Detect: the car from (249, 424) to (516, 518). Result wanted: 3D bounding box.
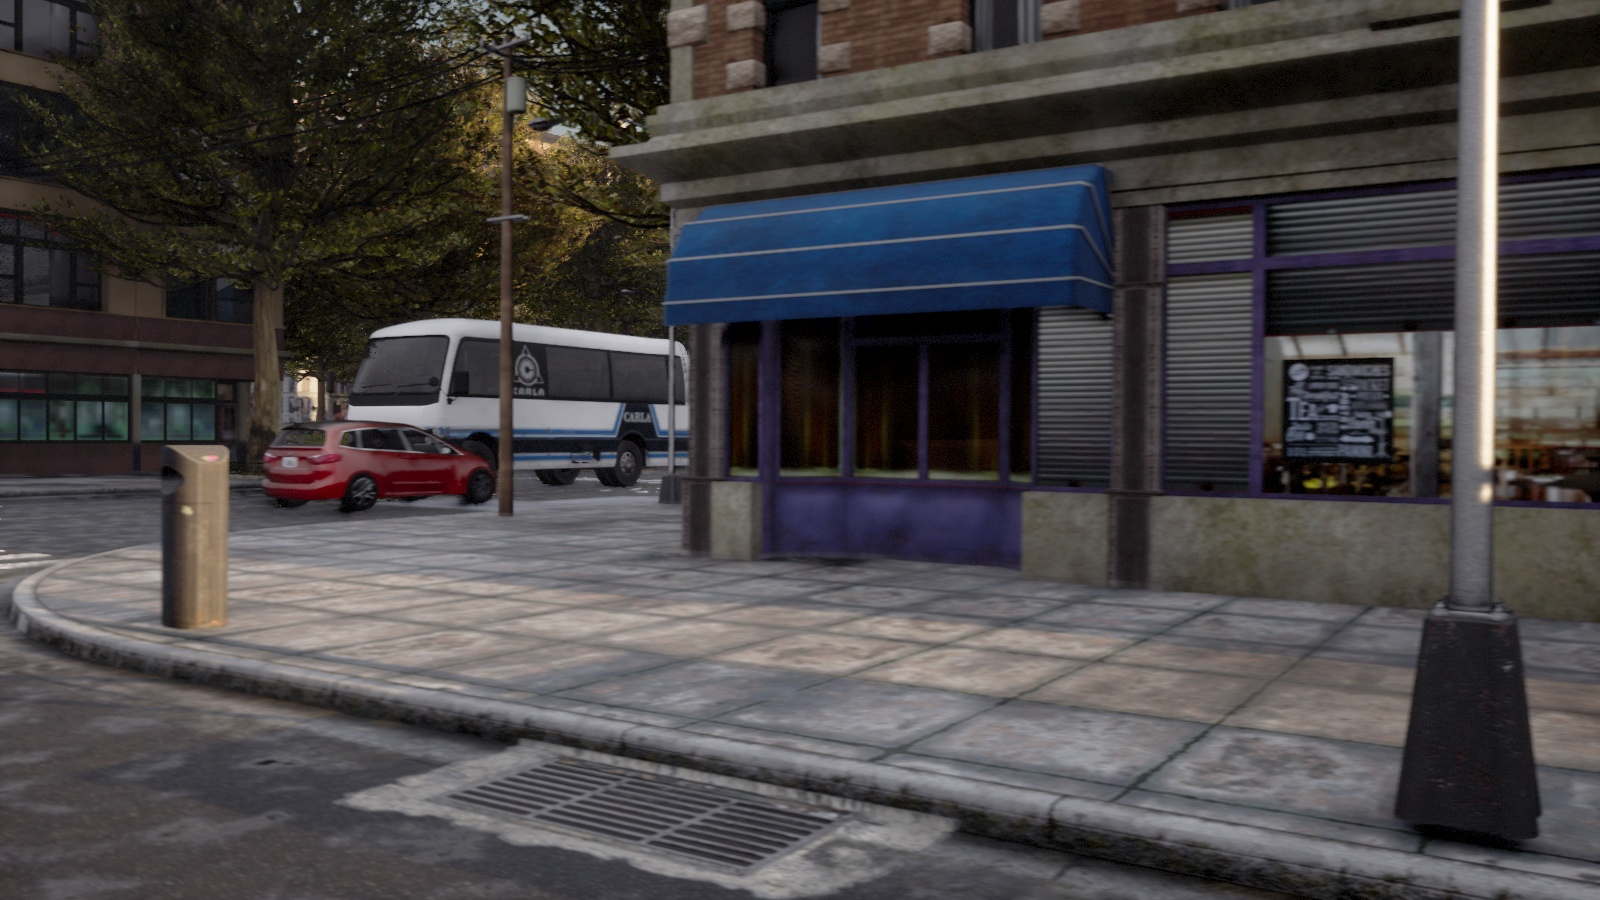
[{"bbox_3d":[-8.084,0.342,24.751,2.242,1.667,4.611,0,1,31],"label":"car"}]

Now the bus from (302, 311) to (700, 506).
[{"bbox_3d":[-7.276,-0.992,32.779,3.944,4.253,10.273,0,1,31],"label":"bus"}]
